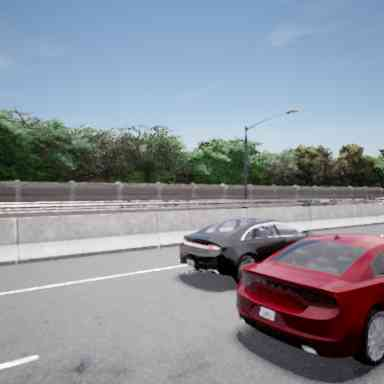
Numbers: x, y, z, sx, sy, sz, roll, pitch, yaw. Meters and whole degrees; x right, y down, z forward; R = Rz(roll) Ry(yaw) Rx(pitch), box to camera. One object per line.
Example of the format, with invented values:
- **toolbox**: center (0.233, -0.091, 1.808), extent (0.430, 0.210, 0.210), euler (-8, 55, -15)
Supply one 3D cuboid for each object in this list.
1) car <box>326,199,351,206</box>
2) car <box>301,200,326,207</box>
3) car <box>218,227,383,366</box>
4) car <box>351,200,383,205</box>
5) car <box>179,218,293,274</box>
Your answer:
- **car**: center (17.525, 1.574, 37.258), extent (4.674, 1.442, 1.812), euler (0, 0, -34)
- **car**: center (15.179, 1.642, 39.905), extent (4.718, 1.301, 1.895), euler (0, 0, -34)
- **car**: center (3.028, 1.472, 5.868), extent (5.008, 1.535, 1.882), euler (0, 0, -35)
- **car**: center (18.931, 1.542, 33.990), extent (4.902, 1.511, 2.128), euler (0, 0, -34)
- **car**: center (1.949, 1.484, 9.388), extent (4.902, 1.511, 2.128), euler (0, 0, -35)
